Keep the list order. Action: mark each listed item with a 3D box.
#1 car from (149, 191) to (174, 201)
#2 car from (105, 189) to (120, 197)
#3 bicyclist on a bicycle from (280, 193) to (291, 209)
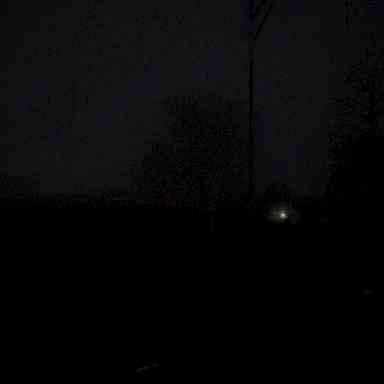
[{"bbox_3d":[-4.498,0.573,48.753,2.128,1.511,4.902,-1,2,-35],"label":"car"},{"bbox_3d":[-15.057,0.212,63.571,1.812,1.442,4.674,-1,2,-35],"label":"car"},{"bbox_3d":[9.606,0.950,34.184,1.656,1.620,0.582,0,1,-35],"label":"bicyclist on a bicycle"}]
